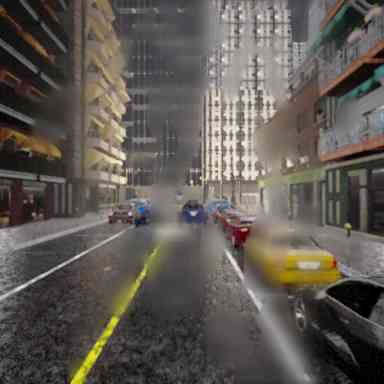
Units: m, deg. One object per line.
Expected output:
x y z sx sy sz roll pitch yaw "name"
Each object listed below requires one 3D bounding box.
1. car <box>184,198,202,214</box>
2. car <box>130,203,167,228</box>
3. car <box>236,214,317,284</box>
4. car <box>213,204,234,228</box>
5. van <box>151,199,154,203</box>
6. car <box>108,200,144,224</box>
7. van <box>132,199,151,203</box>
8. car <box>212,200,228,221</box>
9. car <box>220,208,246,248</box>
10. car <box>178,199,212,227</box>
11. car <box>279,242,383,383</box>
0.086 1.674 40.292 2.097 1.767 4.553 0 0 0 "car"
-2.856 1.745 23.790 1.994 1.385 4.181 0 0 0 "car"
2.565 1.596 9.637 1.752 1.417 4.829 0 0 0 "car"
2.561 1.702 20.845 1.887 1.381 4.507 0 0 0 "car"
-5.325 1.641 37.907 1.690 1.788 3.998 0 0 0 "van"
-5.321 1.643 26.527 1.967 1.590 4.097 0 0 0 "car"
-5.323 1.592 32.217 1.690 1.788 3.998 0 0 0 "van"
2.559 1.643 26.535 1.967 1.590 4.097 0 0 0 "car"
2.563 1.657 15.155 1.887 1.381 4.507 0 0 0 "car"
0.091 1.537 24.417 2.097 1.767 4.553 0 -1 0 "car"
2.567 1.594 3.777 1.947 1.339 4.313 0 0 0 "car"
